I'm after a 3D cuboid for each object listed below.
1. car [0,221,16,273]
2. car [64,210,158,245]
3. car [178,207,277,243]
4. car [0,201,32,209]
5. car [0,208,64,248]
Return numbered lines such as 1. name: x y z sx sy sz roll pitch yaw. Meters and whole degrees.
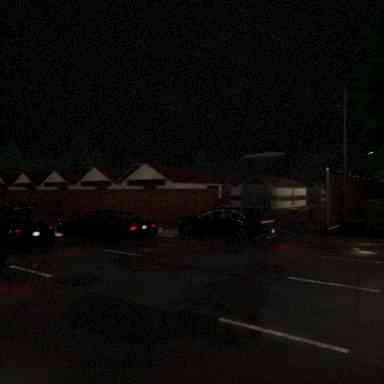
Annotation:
1. car: -6.974 1.561 9.112 4.181 1.385 1.994 0 0 35
2. car: -4.080 1.545 15.634 5.357 1.411 2.033 0 0 35
3. car: 1.575 1.490 15.938 4.902 1.511 2.128 0 0 35
4. car: -15.278 1.485 27.783 4.902 1.511 2.128 0 0 35
5. car: -7.563 1.560 13.804 4.181 1.385 1.994 0 0 35
